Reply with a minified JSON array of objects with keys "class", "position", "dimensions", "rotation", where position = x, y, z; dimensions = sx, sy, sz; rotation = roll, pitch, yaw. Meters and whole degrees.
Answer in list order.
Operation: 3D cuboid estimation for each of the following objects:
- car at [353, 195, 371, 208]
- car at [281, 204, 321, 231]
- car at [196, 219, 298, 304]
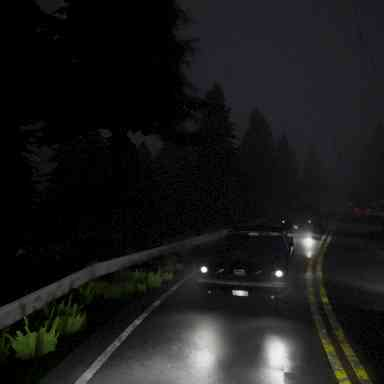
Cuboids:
[{"class":"car","position":[20.623,1.060,40.235],"dimensions":[2.128,1.511,4.902],"rotation":[-2,0,28]},{"class":"car","position":[6.667,1.461,20.053],"dimensions":[2.033,1.411,5.357],"rotation":[-2,0,26]},{"class":"car","position":[1.586,1.599,8.412],"dimensions":[1.895,1.301,4.718],"rotation":[-1,0,18]}]
